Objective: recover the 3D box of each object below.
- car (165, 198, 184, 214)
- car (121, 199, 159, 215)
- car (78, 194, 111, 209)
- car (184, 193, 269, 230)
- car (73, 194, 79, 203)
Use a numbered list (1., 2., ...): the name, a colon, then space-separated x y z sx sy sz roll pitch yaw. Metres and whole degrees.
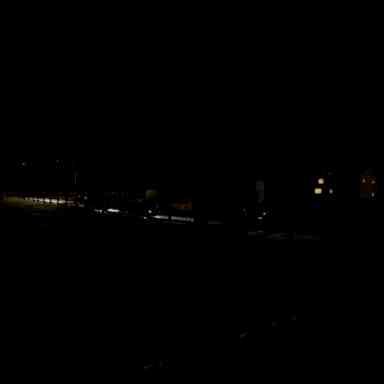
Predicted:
1. car: -0.524 1.267 29.130 1.882 1.535 5.008 1 0 -36
2. car: -4.807 1.326 29.967 1.895 1.301 4.718 1 0 -36
3. car: -11.018 1.106 38.471 2.128 1.511 4.902 1 0 -36
4. car: 2.134 1.069 20.492 2.150 2.045 5.566 1 0 -36
5. car: -17.040 0.983 51.677 2.128 1.511 4.902 1 0 -36
